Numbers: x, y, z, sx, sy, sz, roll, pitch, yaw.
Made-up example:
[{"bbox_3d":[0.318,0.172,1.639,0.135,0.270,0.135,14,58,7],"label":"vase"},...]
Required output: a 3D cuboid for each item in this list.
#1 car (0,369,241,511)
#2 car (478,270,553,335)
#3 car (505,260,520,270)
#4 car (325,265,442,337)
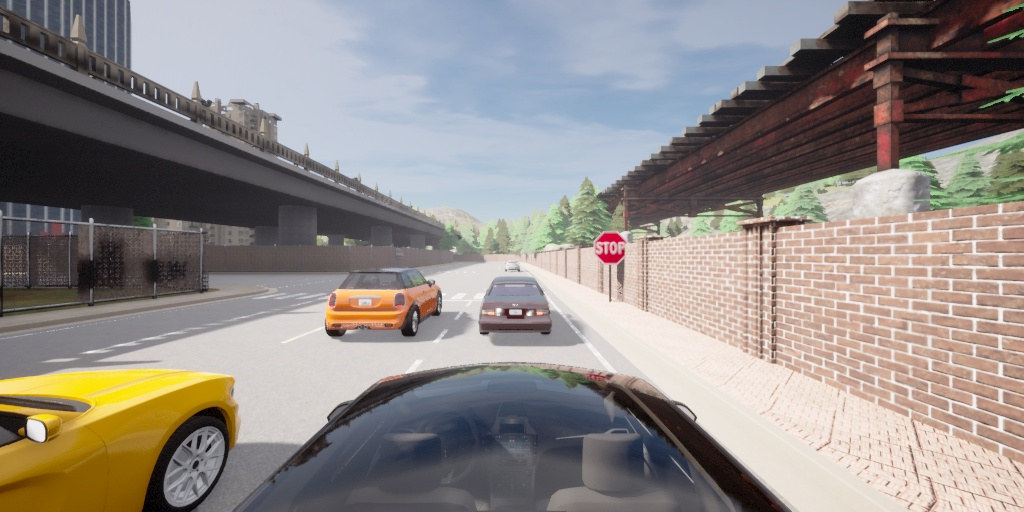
[{"bbox_3d":[-3.398,1.228,1.213,1.882,1.535,5.008,0,0,0],"label":"car"},{"bbox_3d":[0.077,1.297,10.494,2.033,1.411,5.357,0,0,0],"label":"car"},{"bbox_3d":[0.059,1.276,46.357,1.812,1.442,4.674,0,0,-1],"label":"car"},{"bbox_3d":[-3.425,1.102,10.471,2.097,1.767,4.553,0,0,0],"label":"car"}]
